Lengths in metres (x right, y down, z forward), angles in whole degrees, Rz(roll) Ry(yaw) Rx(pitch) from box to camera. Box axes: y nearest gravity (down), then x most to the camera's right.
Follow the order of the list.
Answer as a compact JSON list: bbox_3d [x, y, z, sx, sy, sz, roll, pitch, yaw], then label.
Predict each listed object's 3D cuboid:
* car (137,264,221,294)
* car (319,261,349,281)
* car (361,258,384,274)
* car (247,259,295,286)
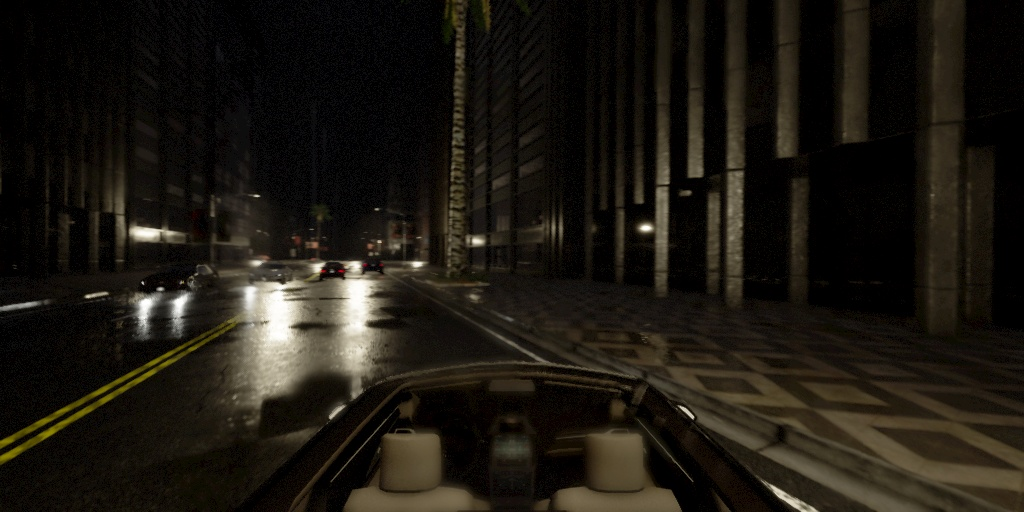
[{"bbox_3d":[-17.312,1.137,19.016,2.033,1.411,5.357,1,0,-24],"label":"car"},{"bbox_3d":[-14.223,1.167,28.611,2.033,1.411,5.357,1,0,-24],"label":"car"},{"bbox_3d":[-14.971,0.967,38.368,2.097,1.767,4.553,1,0,-24],"label":"car"},{"bbox_3d":[-15.850,1.129,23.759,1.812,1.442,4.674,1,0,-24],"label":"car"}]
